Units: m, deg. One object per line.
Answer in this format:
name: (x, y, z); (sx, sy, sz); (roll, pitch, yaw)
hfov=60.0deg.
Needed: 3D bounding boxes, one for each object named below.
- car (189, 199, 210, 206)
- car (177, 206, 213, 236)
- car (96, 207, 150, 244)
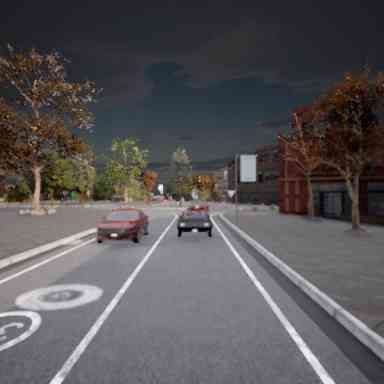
car: (0.780, 1.541, 34.934); (2.097, 1.767, 4.553); (0, 0, 7)
car: (0.150, 1.706, 19.204); (1.895, 1.301, 4.718); (0, 0, 0)
car: (-3.280, 1.568, 16.596); (1.882, 1.535, 5.008); (0, 0, 1)
